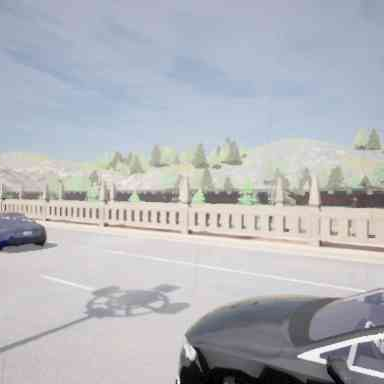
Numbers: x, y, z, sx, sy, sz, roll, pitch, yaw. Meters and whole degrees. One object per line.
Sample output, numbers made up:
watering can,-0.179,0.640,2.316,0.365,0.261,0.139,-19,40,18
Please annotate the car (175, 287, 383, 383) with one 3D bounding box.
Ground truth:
car,2.092,1.493,2.516,4.902,1.511,2.128,0,0,35

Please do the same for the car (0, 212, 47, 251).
car,-7.981,1.557,14.012,4.181,1.385,1.994,0,0,36
